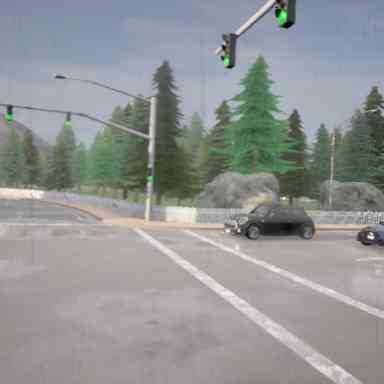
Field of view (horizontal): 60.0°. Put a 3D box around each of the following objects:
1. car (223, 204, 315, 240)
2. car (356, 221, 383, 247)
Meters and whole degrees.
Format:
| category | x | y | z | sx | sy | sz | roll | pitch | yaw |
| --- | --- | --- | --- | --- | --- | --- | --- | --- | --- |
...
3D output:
| category | x | y | z | sx | sy | sz | roll | pitch | yaw |
| --- | --- | --- | --- | --- | --- | --- | --- | --- | --- |
| car | 3.902 | 1.401 | 16.913 | 4.553 | 1.767 | 2.097 | 2 | 1 | -19 |
| car | 9.728 | 1.895 | 15.272 | 4.181 | 1.385 | 1.994 | 2 | 1 | -20 |
